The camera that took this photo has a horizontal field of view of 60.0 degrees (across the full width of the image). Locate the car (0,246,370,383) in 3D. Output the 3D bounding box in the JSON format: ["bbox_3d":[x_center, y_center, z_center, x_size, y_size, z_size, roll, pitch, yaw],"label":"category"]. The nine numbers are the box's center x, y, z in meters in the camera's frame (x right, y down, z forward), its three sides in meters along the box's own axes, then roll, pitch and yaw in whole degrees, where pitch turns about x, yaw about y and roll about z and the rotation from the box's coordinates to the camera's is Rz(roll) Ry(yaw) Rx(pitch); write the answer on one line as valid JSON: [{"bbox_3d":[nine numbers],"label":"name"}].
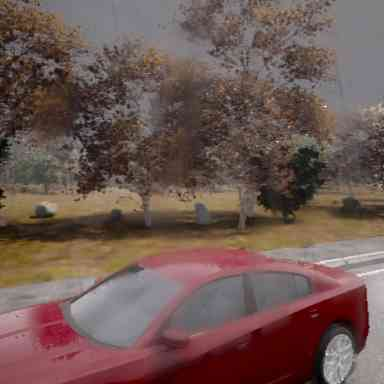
[{"bbox_3d":[-0.073,1.452,3.716,5.008,1.535,1.882,0,0,-33],"label":"car"}]
